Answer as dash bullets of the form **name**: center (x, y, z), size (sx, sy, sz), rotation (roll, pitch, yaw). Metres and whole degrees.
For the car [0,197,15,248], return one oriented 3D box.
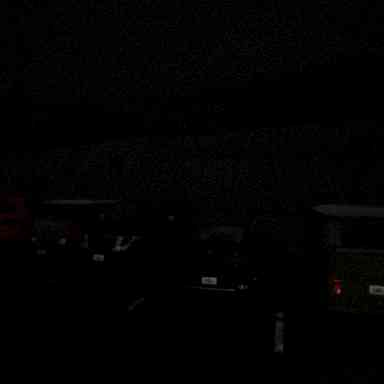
- **car**: center (-6.299, 1.225, 14.012), size (2.435, 2.045, 5.566), rotation (0, -1, 15)

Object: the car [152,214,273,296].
- **car**: center (0.979, 1.486, 8.777), size (2.231, 1.521, 4.892), rotation (0, -1, 15)

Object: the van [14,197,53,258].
- **van**: center (-3.900, 1.252, 12.135), size (1.878, 1.987, 4.442), rotation (1, -1, 16)

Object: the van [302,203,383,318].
- **van**: center (3.440, 1.264, 7.166), size (1.878, 1.987, 4.442), rotation (0, -1, 15)

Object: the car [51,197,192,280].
- **car**: center (-1.447, 1.231, 10.488), size (2.435, 2.045, 5.566), rotation (1, -1, 15)
